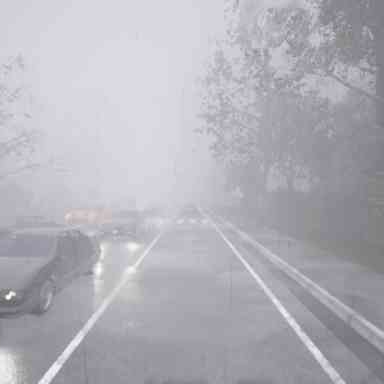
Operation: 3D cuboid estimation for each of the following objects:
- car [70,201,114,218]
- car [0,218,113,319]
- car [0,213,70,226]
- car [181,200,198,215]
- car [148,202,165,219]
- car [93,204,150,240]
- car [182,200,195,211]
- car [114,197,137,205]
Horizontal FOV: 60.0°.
[{"bbox_3d":[-7.195,1.562,23.254,2.097,1.767,4.553,0,-1,0],"label":"car"},{"bbox_3d":[-3.610,1.586,7.882,2.033,1.411,5.357,0,-1,0],"label":"car"},{"bbox_3d":[-7.128,1.708,14.149,1.895,1.301,4.718,0,-1,0],"label":"car"},{"bbox_3d":[-0.305,1.946,38.990,1.994,1.385,4.181,0,-1,-1],"label":"car"},{"bbox_3d":[-3.799,1.804,33.638,1.882,1.535,5.008,0,-1,-1],"label":"car"},{"bbox_3d":[-3.654,1.655,18.107,1.837,1.490,4.892,0,0,0],"label":"car"},{"bbox_3d":[-0.483,1.952,49.188,1.812,1.442,4.674,0,0,-1],"label":"car"},{"bbox_3d":[-7.329,1.580,36.209,2.150,2.045,5.566,0,-1,0],"label":"car"}]
